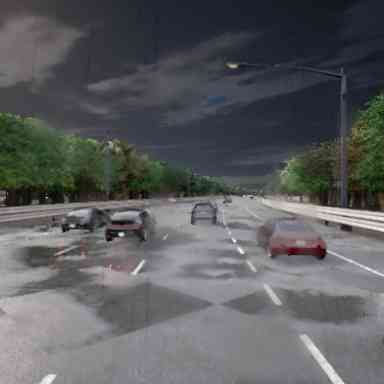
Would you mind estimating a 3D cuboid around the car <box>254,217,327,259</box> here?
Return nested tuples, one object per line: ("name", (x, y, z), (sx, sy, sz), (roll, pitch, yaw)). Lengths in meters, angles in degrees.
("car", (3.701, 1.679, 13.115), (1.994, 1.385, 4.181), (0, 0, 2))

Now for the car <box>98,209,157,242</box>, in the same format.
("car", (-3.021, 1.637, 17.162), (1.837, 1.490, 4.892), (0, 0, 2))

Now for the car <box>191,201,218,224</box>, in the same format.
("car", (0.994, 1.650, 26.876), (2.033, 1.649, 4.856), (0, -1, 4))

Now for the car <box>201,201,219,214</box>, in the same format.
("car", (2.384, 1.910, 42.741), (2.033, 1.411, 5.357), (0, 0, 6))

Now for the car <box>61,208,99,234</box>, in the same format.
("car", (-6.381, 1.673, 20.348), (1.812, 1.442, 4.674), (0, 0, 3))

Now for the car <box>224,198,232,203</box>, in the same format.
("car", (9.721, 2.324, 89.442), (1.812, 1.442, 4.674), (0, -1, 11))
